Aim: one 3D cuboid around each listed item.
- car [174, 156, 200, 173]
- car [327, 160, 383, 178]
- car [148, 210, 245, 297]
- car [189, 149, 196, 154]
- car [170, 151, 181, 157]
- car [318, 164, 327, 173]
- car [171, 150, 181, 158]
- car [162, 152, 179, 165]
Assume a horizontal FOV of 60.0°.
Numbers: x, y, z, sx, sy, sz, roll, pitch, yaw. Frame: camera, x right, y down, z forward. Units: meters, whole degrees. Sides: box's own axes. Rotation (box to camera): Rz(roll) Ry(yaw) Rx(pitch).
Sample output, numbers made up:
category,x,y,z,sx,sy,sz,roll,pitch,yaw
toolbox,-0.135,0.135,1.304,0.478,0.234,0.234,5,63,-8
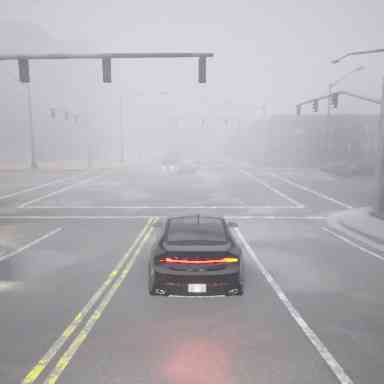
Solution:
category,x,y,z,sx,sy,sz,roll,pitch,yaw
car,-0.377,-2.998,38.273,1.812,1.442,4.674,2,9,10
car,16.684,-2.140,32.809,5.357,1.411,2.033,0,9,2
car,0.082,1.203,7.996,1.837,1.490,4.892,0,4,0
car,0.113,-10.966,90.285,1.994,1.385,4.181,0,9,0
car,-3.491,-6.634,60.791,2.097,1.767,4.553,0,9,0
car,16.320,-2.727,36.259,4.902,1.511,2.128,0,9,0
car,-3.411,-8.071,70.968,1.882,1.535,5.008,0,9,0
car,-3.533,-4.880,50.660,2.033,1.411,5.357,0,9,0
